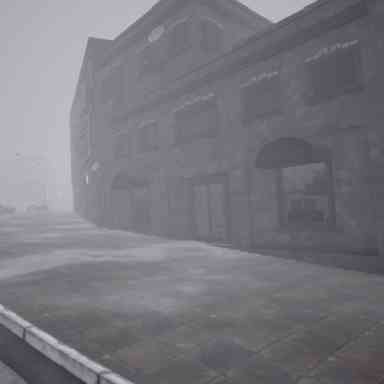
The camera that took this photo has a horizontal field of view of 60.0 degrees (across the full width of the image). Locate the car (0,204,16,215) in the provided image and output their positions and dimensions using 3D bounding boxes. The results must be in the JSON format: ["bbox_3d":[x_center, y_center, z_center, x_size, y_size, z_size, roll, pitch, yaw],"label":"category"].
[{"bbox_3d":[-23.213,2.148,40.301,1.895,1.301,4.718,-3,-1,-4],"label":"car"}]

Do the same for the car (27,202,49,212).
[{"bbox_3d":[-23.988,2.274,51.732,1.812,1.442,4.674,-3,-1,-2],"label":"car"}]
